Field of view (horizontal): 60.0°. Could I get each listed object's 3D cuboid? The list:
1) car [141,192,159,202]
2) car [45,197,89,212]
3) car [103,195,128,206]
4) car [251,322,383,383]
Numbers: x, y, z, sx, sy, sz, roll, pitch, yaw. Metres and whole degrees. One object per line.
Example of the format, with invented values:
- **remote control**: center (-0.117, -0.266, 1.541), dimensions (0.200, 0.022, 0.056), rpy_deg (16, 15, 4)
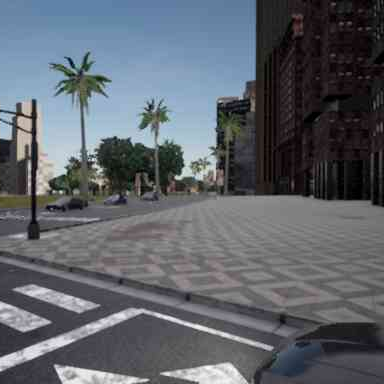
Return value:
- **car**: center (-7.414, 0.789, 58.966), dimensions (2.097, 1.767, 4.553), rpy_deg (0, 1, 11)
- **car**: center (-12.826, 1.242, 34.590), dimensions (2.033, 1.411, 5.357), rpy_deg (0, 1, 15)
- **car**: center (-10.292, 1.112, 45.179), dimensions (1.812, 1.442, 4.674), rpy_deg (0, 1, 13)
- **car**: center (2.693, 1.510, 1.784), dimensions (4.892, 1.490, 1.837), rpy_deg (0, 0, 34)
